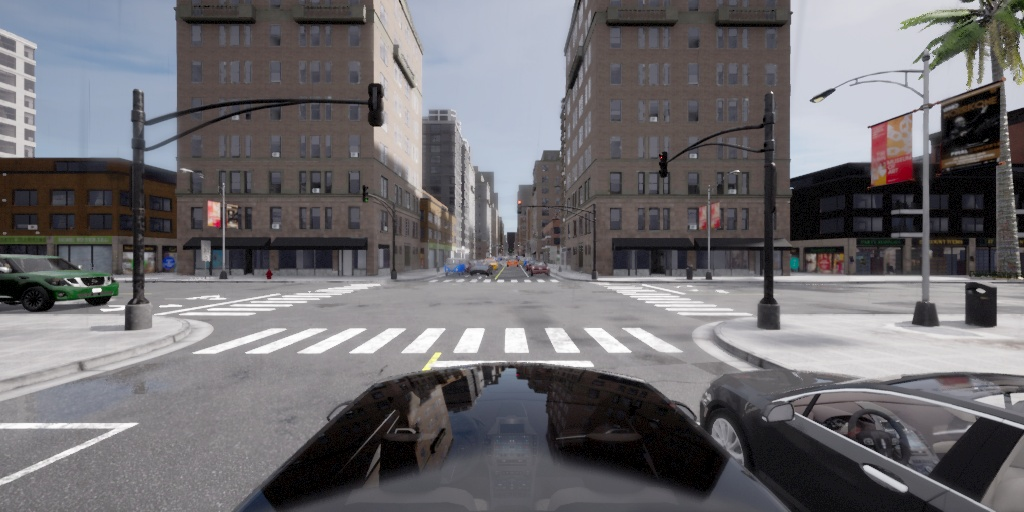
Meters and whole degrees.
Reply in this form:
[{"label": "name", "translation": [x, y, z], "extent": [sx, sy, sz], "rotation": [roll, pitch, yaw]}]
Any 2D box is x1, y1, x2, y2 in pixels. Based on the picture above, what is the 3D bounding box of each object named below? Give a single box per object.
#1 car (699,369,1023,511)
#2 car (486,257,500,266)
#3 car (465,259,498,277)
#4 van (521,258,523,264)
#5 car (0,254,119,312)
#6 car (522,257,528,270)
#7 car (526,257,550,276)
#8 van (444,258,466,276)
[{"label": "car", "translation": [2.668, 1.300, 1.778], "extent": [2.007, 1.370, 4.403], "rotation": [0, 0, 0]}, {"label": "car", "translation": [-2.993, 1.230, 49.519], "extent": [1.882, 1.535, 5.008], "rotation": [0, 0, 0]}, {"label": "car", "translation": [-2.999, 1.299, 36.636], "extent": [2.033, 1.411, 5.357], "rotation": [0, 0, 4]}, {"label": "van", "translation": [2.796, 1.092, 59.105], "extent": [1.690, 1.789, 3.998], "rotation": [0, 0, 0]}, {"label": "car", "translation": [-18.522, 0.949, 13.593], "extent": [5.566, 2.045, 2.150], "rotation": [0, 0, 0]}, {"label": "car", "translation": [2.769, 1.192, 47.766], "extent": [1.967, 1.591, 4.097], "rotation": [0, 0, 0]}, {"label": "car", "translation": [2.742, 1.191, 36.428], "extent": [1.967, 1.591, 4.097], "rotation": [0, 0, 0]}, {"label": "van", "translation": [-5.784, 1.092, 36.446], "extent": [1.690, 1.789, 3.998], "rotation": [0, 0, 0]}]
